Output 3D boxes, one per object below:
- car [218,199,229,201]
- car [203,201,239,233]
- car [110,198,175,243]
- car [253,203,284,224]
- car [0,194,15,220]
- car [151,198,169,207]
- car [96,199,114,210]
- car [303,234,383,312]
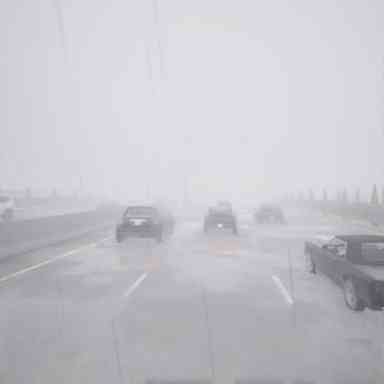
[{"bbox_3d":[3.602,1.586,38.195,1.837,1.490,4.892,0,0,6],"label":"car"},{"bbox_3d":[1.734,1.547,20.125,1.837,1.490,4.892,0,0,6],"label":"car"},{"bbox_3d":[-2.143,1.372,16.478,2.097,1.767,4.553,0,0,6],"label":"car"},{"bbox_3d":[5.787,1.573,25.337,1.837,1.490,4.892,0,0,6],"label":"car"},{"bbox_3d":[-15.590,1.203,24.705,2.150,2.045,5.566,0,0,6],"label":"car"},{"bbox_3d":[-5.254,1.683,55.539,2.033,1.411,5.357,0,-1,6],"label":"car"},{"bbox_3d":[-10.321,1.595,41.270,1.994,1.385,4.181,0,0,6],"label":"car"},{"bbox_3d":[4.028,1.631,7.660,1.895,1.301,4.718,0,0,5],"label":"car"}]
